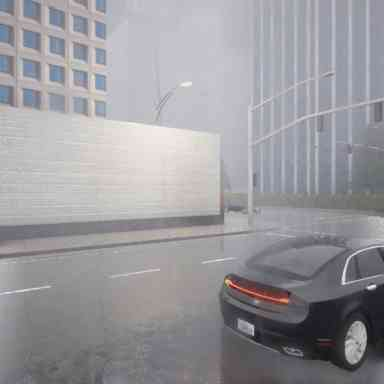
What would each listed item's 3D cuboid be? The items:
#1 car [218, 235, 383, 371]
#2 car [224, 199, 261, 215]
[{"bbox_3d":[2.682,1.505,5.713,4.892,1.490,1.837,0,0,-35],"label":"car"},{"bbox_3d":[5.188,1.547,35.423,2.128,1.511,4.902,0,0,-36],"label":"car"}]
